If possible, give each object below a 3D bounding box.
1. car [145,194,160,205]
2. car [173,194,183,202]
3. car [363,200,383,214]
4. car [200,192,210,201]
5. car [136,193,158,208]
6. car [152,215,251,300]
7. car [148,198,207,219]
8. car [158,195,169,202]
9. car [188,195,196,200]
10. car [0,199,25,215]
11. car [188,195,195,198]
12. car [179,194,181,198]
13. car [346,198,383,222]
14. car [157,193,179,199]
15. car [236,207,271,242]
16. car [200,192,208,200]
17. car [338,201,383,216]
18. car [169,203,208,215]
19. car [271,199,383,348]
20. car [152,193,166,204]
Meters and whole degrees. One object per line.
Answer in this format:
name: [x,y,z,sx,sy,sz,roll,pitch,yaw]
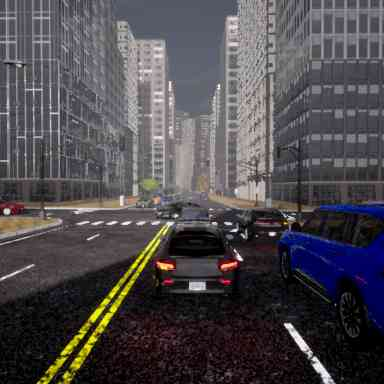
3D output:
car: [-6.624,1.309,56.473,2.097,1.767,4.553,0,0,0]
car: [-3.304,1.284,77.379,2.097,1.767,4.553,0,0,0]
car: [21.784,1.643,36.682,4.829,1.417,1.752,1,0,1]
car: [3.196,1.443,79.589,1.812,1.442,4.674,0,0,0]
car: [-6.660,1.318,47.835,2.097,1.767,4.553,0,0,1]
car: [0.093,1.522,8.270,1.812,1.442,4.674,0,0,0]
car: [-1.147,1.554,28.745,1.837,1.490,4.892,-1,0,40]
car: [-6.554,1.470,76.482,2.033,1.411,5.357,0,0,0]
car: [-0.063,1.461,90.703,1.994,1.385,4.181,0,0,0]
car: [-18.539,1.330,31.516,5.008,1.535,1.882,1,1,1]
car: [-0.056,1.464,80.807,2.033,1.411,5.357,0,0,0]
car: [-3.374,1.503,57.355,2.033,1.411,5.357,0,0,0]
car: [16.181,1.519,28.391,5.009,1.841,2.192,1,0,1]
car: [-3.378,1.318,47.883,2.097,1.767,4.553,0,0,0]
car: [3.339,1.496,16.273,1.837,1.490,4.892,0,0,0]
car: [3.188,0.967,89.619,2.150,2.045,5.566,0,0,0]
car: [17.582,1.686,34.154,4.181,1.385,1.994,0,1,1]
car: [0.089,1.538,17.544,2.033,1.411,5.357,0,0,0]
car: [3.349,1.218,6.413,2.150,2.045,5.566,0,0,0]
car: [-6.577,1.166,66.002,2.150,2.045,5.566,0,0,1]
